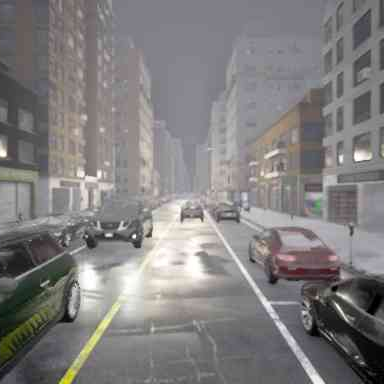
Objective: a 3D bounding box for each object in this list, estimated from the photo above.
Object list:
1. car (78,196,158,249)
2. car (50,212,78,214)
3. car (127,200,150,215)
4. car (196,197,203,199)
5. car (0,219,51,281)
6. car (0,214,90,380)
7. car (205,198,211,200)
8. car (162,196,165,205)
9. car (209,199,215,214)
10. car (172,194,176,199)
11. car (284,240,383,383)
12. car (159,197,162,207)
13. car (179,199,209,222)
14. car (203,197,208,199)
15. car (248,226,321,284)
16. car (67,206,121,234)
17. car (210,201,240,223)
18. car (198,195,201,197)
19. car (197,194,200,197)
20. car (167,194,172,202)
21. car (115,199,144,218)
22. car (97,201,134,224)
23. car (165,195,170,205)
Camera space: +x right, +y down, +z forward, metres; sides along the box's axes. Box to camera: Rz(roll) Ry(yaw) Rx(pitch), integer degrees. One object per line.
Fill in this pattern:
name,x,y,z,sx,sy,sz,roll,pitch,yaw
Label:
car,-3.080,1.262,15.223,2.150,2.045,5.566,0,0,1
car,-5.858,1.590,14.868,2.008,1.369,4.403,0,0,0
car,-5.857,1.623,36.792,1.752,1.417,4.829,0,0,0
car,0.073,1.681,44.151,1.994,1.385,4.181,0,0,0
car,-5.858,1.591,9.344,1.947,1.339,4.313,0,0,0
car,-3.090,1.363,4.205,2.097,1.767,4.553,0,0,0
car,2.668,1.642,36.977,1.887,1.381,4.507,0,0,0
car,-5.857,1.707,53.533,1.947,1.339,4.313,0,0,0
car,2.668,1.649,31.452,1.947,1.339,4.313,0,0,0
car,-5.856,1.524,81.152,2.192,1.841,5.009,0,0,0
car,2.667,1.576,3.827,1.947,1.339,4.313,0,0,0
car,-5.857,1.652,47.839,1.752,1.417,4.829,0,0,0
car,0.023,1.563,26.952,2.128,1.511,4.902,0,0,0
car,2.669,1.709,48.027,1.802,1.307,4.206,0,0,0
car,2.667,1.607,9.352,1.802,1.307,4.206,0,0,0
car,-5.858,1.605,20.391,2.008,1.369,4.403,0,0,0
car,2.668,1.634,25.927,1.947,1.339,4.313,0,0,0
car,2.669,1.720,64.602,2.008,1.369,4.403,0,0,0
car,2.670,1.636,75.653,1.967,1.590,4.097,0,0,0
car,-5.856,1.749,70.104,1.947,1.339,4.313,0,0,0
car,-5.858,1.523,31.439,1.967,1.590,4.097,0,0,0
car,-5.858,1.509,25.915,1.967,1.590,4.097,0,0,0
car,-5.857,1.720,64.580,2.008,1.369,4.403,0,0,0
